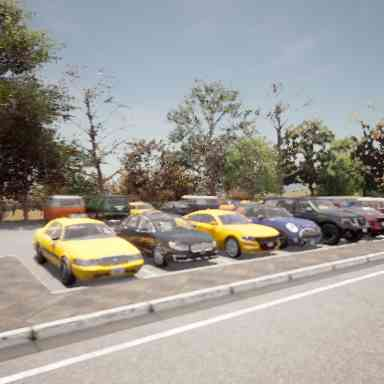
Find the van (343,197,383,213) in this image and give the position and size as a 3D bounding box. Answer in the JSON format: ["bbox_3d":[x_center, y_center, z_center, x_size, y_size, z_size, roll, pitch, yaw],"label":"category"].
[{"bbox_3d":[22.990,1.695,44.868,1.878,1.987,4.442,2,-1,-35],"label":"van"}]

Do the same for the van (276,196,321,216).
[{"bbox_3d":[11.728,1.483,36.837,1.878,1.987,4.442,1,0,-36],"label":"van"}]

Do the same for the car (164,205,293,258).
[{"bbox_3d":[1.163,1.476,13.103,2.097,1.535,5.008,1,0,-35],"label":"car"}]

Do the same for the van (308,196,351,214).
[{"bbox_3d":[16.373,1.543,39.863,1.878,1.987,4.442,1,0,-35],"label":"van"}]

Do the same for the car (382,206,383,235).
[{"bbox_3d":[7.927,1.586,17.955,2.163,1.488,4.792,1,0,-35],"label":"car"}]

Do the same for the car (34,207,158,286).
[{"bbox_3d":[-3.237,1.452,9.730,1.946,1.575,5.366,0,0,-35],"label":"car"}]

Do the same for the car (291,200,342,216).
[{"bbox_3d":[14.157,1.736,38.199,1.946,1.575,5.366,1,0,-36],"label":"car"}]

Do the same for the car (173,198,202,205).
[{"bbox_3d":[-1.736,1.529,27.085,2.231,1.521,4.892,1,0,-35],"label":"car"}]

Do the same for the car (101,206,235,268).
[{"bbox_3d":[-1.093,1.462,11.493,2.231,1.521,4.892,0,0,-35],"label":"car"}]

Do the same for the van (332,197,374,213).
[{"bbox_3d":[20.763,1.617,42.993,1.878,1.987,4.442,1,-1,-35],"label":"van"}]

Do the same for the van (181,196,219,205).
[{"bbox_3d":[0.451,1.333,28.796,1.878,1.987,4.442,1,0,-35],"label":"van"}]

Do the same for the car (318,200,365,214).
[{"bbox_3d":[18.556,1.799,41.569,2.097,1.535,5.008,1,0,-35],"label":"car"}]

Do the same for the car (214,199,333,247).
[{"bbox_3d":[3.410,1.373,14.736,2.185,1.767,4.553,1,0,-35],"label":"car"}]

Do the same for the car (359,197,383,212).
[{"bbox_3d":[27.482,1.816,47.894,2.435,2.045,5.566,2,-1,-35],"label":"car"}]

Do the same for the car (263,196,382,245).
[{"bbox_3d":[5.703,1.275,16.298,2.435,2.045,5.566,1,0,-35],"label":"car"}]

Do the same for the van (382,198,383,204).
[{"bbox_3d":[12.399,1.391,21.251,1.878,1.987,4.442,1,0,-35],"label":"van"}]

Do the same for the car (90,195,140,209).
[{"bbox_3d":[-6.261,1.225,23.900,2.435,2.045,5.566,0,0,-35],"label":"car"}]

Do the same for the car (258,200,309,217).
[{"bbox_3d":[9.542,1.680,35.128,2.231,1.521,4.892,1,0,-36],"label":"car"}]

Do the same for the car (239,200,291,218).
[{"bbox_3d":[7.286,1.648,33.520,2.097,1.535,5.008,1,0,-35],"label":"car"}]

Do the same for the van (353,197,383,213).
[{"bbox_3d":[25.143,1.767,46.403,1.878,1.987,4.442,2,-1,-35],"label":"van"}]

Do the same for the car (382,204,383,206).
[{"bbox_3d":[10.203,1.627,19.544,2.002,1.452,4.674,1,0,-35],"label":"car"}]

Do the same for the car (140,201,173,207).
[{"bbox_3d":[-3.885,1.497,25.333,1.946,1.575,5.366,1,0,-36],"label":"car"}]

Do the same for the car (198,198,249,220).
[{"bbox_3d":[2.791,1.463,30.282,2.185,1.767,4.553,1,0,-35],"label":"car"}]

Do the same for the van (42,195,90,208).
[{"bbox_3d":[-8.668,1.236,22.294,1.878,1.987,4.442,0,0,-35],"label":"van"}]

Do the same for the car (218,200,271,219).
[{"bbox_3d":[4.928,1.617,31.839,2.097,1.535,5.008,1,0,-35],"label":"car"}]
